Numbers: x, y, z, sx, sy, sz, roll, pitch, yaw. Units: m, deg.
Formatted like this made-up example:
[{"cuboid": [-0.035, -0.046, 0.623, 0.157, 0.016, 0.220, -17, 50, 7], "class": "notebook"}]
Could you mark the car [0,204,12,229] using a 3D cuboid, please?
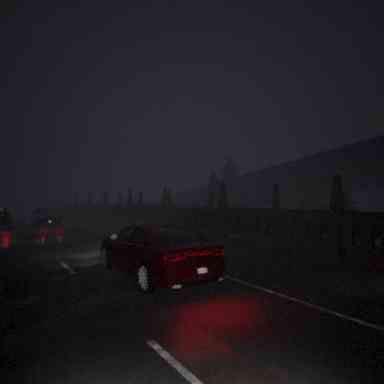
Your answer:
[{"cuboid": [-14.050, 1.806, 23.821, 2.128, 1.511, 4.902, 0, -1, -32], "class": "car"}]

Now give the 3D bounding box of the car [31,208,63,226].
[{"cuboid": [-11.896, 1.947, 26.999, 1.895, 1.301, 4.718, 0, -1, -32], "class": "car"}]

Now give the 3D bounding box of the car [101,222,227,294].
[{"cuboid": [-1.066, 1.588, 9.361, 1.882, 1.535, 5.008, 0, -1, -32], "class": "car"}]
